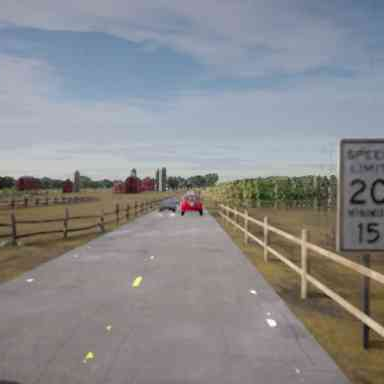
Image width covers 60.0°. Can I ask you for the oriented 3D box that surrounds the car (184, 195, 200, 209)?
[{"bbox_3d":[0.029,1.388,46.452,2.097,1.767,4.553,0,0,0],"label":"car"}]

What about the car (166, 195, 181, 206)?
[{"bbox_3d":[-2.748,1.284,50.542,2.128,1.511,4.902,0,0,0],"label":"car"}]

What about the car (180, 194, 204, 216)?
[{"bbox_3d":[0.001,1.246,33.368,2.150,2.045,5.566,0,0,0],"label":"car"}]

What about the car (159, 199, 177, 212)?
[{"bbox_3d":[-2.749,1.577,38.744,2.033,1.411,5.357,0,0,0],"label":"car"}]
